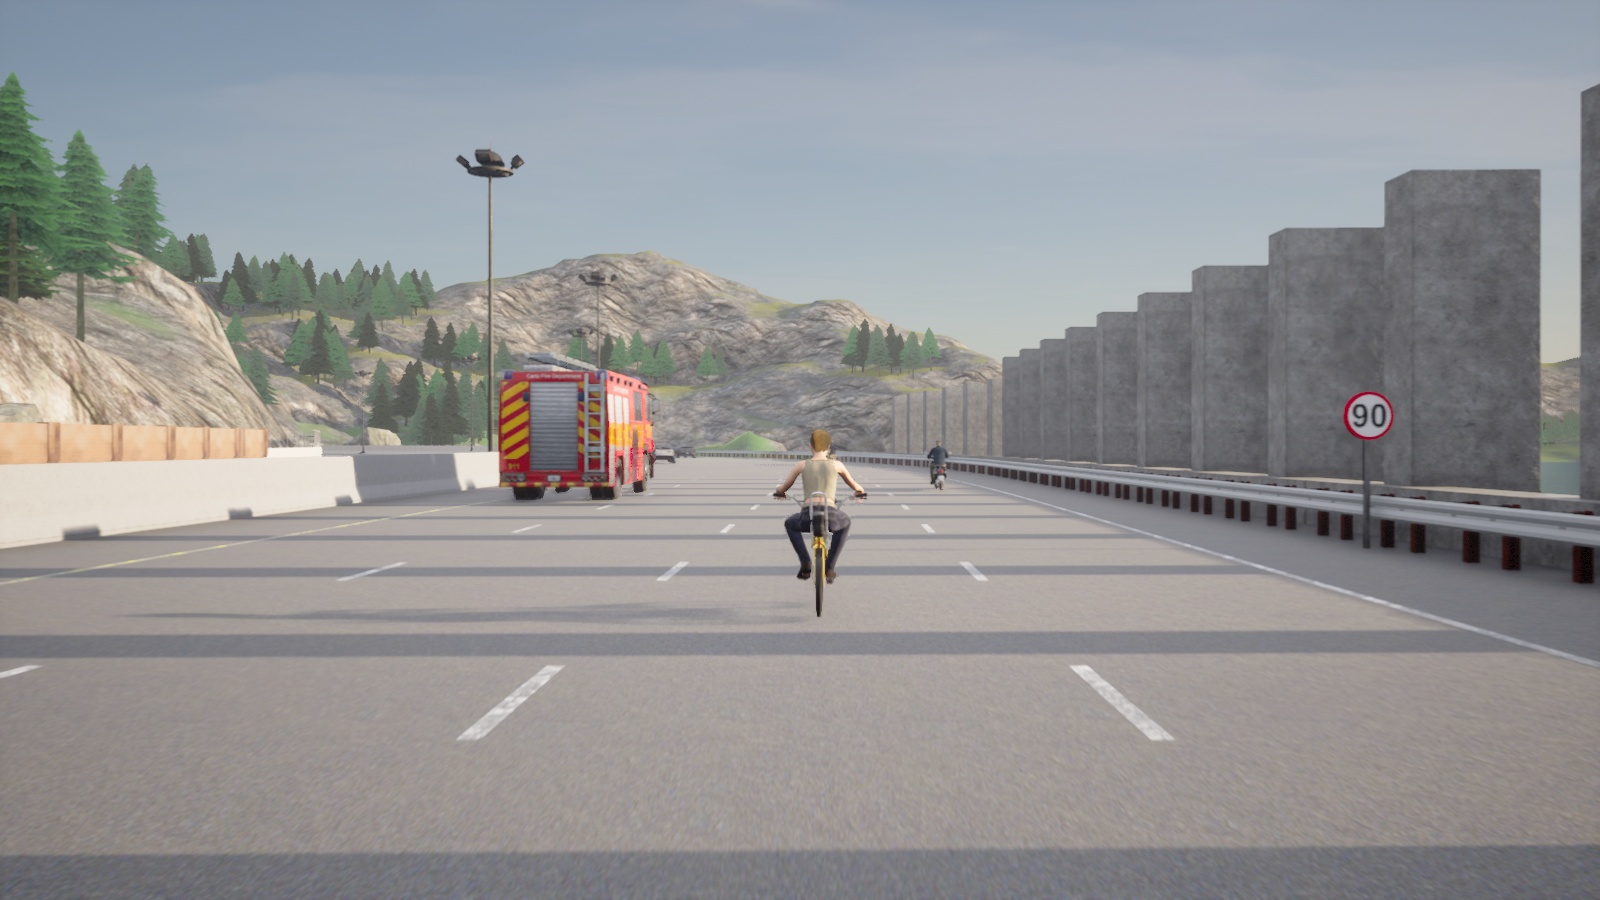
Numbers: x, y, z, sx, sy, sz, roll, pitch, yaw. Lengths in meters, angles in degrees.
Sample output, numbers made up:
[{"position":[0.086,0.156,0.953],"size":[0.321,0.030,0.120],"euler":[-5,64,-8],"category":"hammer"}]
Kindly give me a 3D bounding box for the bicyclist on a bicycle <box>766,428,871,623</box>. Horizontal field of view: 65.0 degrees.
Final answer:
[{"position":[0.177,0.622,11.154],"size":[0.866,1.612,1.509],"euler":[0,0,2],"category":"bicyclist on a bicycle"}]

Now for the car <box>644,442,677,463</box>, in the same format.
[{"position":[-10.589,0.159,95.067],"size":[2.007,1.525,4.514],"euler":[0,0,-13],"category":"car"}]

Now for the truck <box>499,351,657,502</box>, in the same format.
[{"position":[-6.128,-0.623,36.167],"size":[2.891,3.827,8.468],"euler":[0,0,1],"category":"truck"}]

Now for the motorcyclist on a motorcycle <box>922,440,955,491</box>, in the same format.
[{"position":[4.427,0.481,40.316],"size":[0.866,1.590,1.817],"euler":[0,0,1],"category":"motorcyclist on a motorcycle"}]
